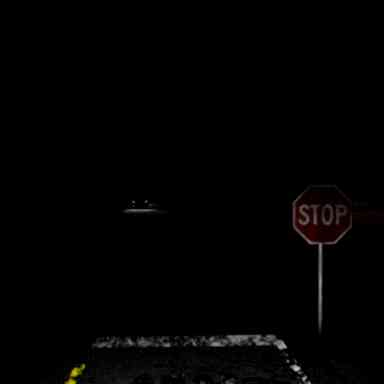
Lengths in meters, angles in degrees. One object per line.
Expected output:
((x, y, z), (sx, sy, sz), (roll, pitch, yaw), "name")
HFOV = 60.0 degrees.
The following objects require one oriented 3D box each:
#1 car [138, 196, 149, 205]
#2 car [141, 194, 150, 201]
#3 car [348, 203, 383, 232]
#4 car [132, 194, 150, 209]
((-8.519, 1.426, 58.628), (1.812, 1.442, 4.674), (0, 0, -7), "car")
((-10.370, 1.186, 74.751), (1.882, 1.535, 5.008), (0, 0, -7), "car")
((9.422, 1.357, 18.791), (5.008, 1.535, 1.882), (0, -1, -15), "car")
((-6.749, 1.274, 43.562), (2.097, 1.767, 4.553), (0, 0, -7), "car")
